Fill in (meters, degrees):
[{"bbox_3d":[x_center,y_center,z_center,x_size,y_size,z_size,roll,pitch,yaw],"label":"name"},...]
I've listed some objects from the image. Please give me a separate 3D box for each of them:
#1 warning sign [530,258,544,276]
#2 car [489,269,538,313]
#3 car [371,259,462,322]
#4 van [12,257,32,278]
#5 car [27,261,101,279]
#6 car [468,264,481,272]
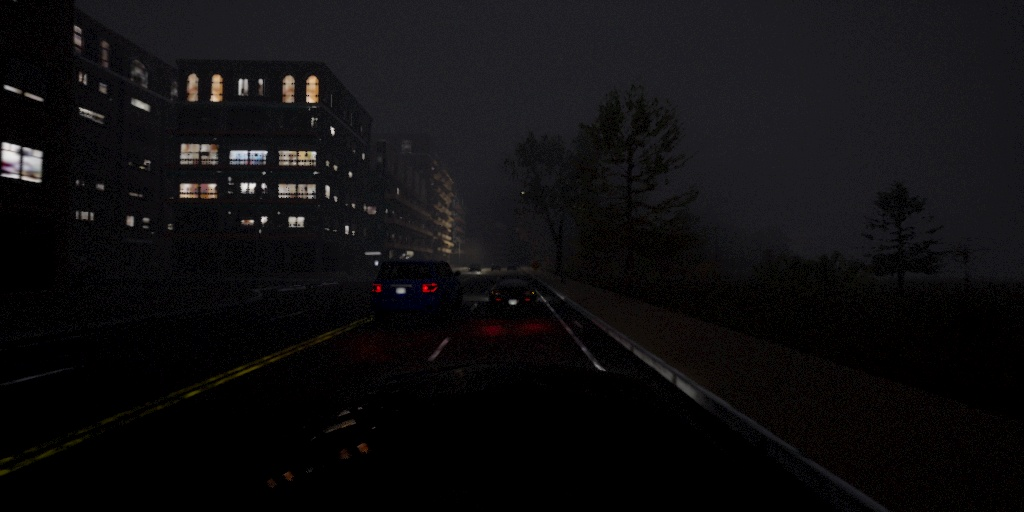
[{"bbox_3d":[2.855,1.447,43.363,1.300,1.860,1.060,0,0,0],"label":"warning sign"},{"bbox_3d":[0.051,1.458,14.824,1.812,1.442,4.674,0,-1,0],"label":"car"},{"bbox_3d":[-3.212,1.132,13.121,2.150,2.045,5.566,0,-1,0],"label":"car"},{"bbox_3d":[-43.290,0.946,30.290,3.998,1.789,1.690,0,0,-2],"label":"van"},{"bbox_3d":[-37.670,1.277,30.519,4.207,1.307,1.802,0,0,-2],"label":"car"},{"bbox_3d":[-6.526,2.112,62.999,1.837,1.490,4.892,0,-1,1],"label":"car"}]
